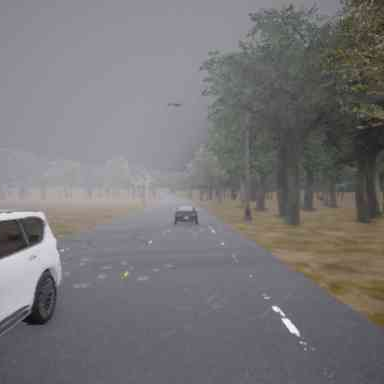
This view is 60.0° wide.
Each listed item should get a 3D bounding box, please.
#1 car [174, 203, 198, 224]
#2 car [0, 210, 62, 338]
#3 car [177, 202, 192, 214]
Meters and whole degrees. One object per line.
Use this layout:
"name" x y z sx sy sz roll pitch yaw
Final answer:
"car" -0.502 1.811 27.848 1.882 1.535 5.008 -1 0 -2
"car" -3.640 1.316 4.447 2.150 2.045 5.566 -1 -1 -1
"car" -1.011 2.099 44.582 1.895 1.301 4.718 -1 -1 -2
